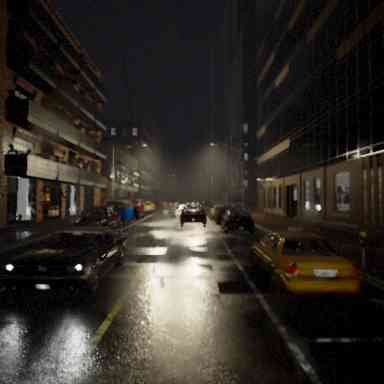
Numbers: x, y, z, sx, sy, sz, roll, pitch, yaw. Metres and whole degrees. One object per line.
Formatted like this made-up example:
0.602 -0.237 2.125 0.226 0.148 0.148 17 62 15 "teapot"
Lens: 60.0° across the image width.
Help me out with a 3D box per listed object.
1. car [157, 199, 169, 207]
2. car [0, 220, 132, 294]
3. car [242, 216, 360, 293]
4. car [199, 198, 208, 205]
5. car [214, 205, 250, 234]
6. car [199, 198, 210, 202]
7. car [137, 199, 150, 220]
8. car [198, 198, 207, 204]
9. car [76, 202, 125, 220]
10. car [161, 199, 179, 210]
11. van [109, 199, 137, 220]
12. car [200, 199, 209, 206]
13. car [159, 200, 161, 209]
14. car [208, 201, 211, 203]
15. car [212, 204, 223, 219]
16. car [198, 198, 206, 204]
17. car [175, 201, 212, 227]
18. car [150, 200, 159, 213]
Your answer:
-5.687 2.106 65.730 1.752 1.417 4.829 1 -1 0 "car"
-3.102 1.681 9.122 1.895 1.301 4.718 0 0 0 "car"
2.672 1.605 8.971 1.752 1.417 4.829 1 0 0 "car"
2.657 2.229 77.173 1.887 1.381 4.507 1 -1 0 "car"
2.669 1.728 20.196 2.008 1.369 4.403 1 0 0 "car"
2.660 2.112 60.078 1.802 1.307 4.206 1 -1 0 "car"
-5.675 1.592 31.717 2.192 1.841 5.009 1 0 0 "car"
2.656 2.288 82.870 2.008 1.369 4.403 1 -1 0 "car"
-5.676 1.618 20.321 1.967 1.590 4.097 1 0 0 "car"
-3.088 1.795 50.480 2.097 1.767 4.553 0 -1 0 "car"
-5.675 1.569 26.019 1.690 1.788 3.998 1 0 0 "van"
2.659 2.159 71.646 1.752 1.417 4.829 1 -1 0 "car"
-5.685 2.024 54.504 1.887 1.381 4.507 1 -1 0 "car"
2.667 1.803 31.761 1.752 1.417 4.829 1 -1 0 "car"
2.668 1.772 25.894 1.887 1.381 4.507 1 0 0 "car"
2.655 2.335 88.568 1.887 1.381 4.507 1 -1 0 "car"
0.096 1.710 24.997 2.128 1.511 4.902 0 -1 0 "car"
-5.682 1.901 42.940 1.752 1.417 4.829 1 -1 0 "car"
